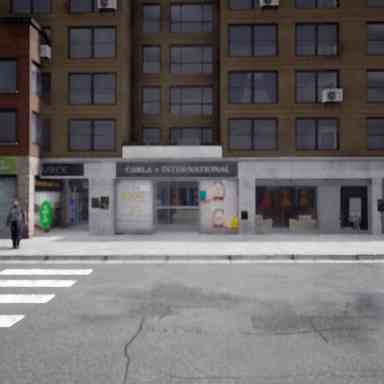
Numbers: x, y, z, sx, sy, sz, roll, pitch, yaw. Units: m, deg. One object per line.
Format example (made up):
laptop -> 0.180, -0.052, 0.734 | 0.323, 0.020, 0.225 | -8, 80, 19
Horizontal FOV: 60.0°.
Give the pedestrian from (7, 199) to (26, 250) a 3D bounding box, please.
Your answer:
pedestrian -> -6.416, 1.146, 12.088 | 0.375, 1.860, 0.375 | 0, 0, 2
